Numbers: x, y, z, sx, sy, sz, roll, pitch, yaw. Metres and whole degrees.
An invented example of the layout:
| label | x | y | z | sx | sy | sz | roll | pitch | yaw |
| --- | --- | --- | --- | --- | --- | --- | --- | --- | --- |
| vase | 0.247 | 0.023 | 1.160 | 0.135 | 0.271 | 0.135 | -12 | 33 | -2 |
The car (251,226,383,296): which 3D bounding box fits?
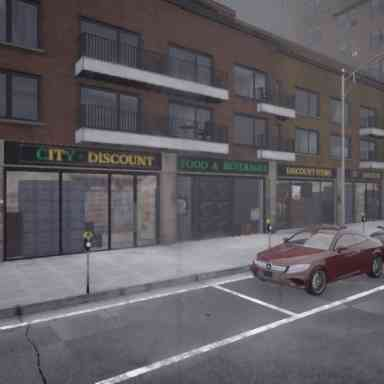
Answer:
| label | x | y | z | sx | sy | sz | roll | pitch | yaw |
| --- | --- | --- | --- | --- | --- | --- | --- | --- | --- |
| car | 3.394 | 1.582 | 8.598 | 4.206 | 1.307 | 1.802 | 0 | 0 | -35 |
